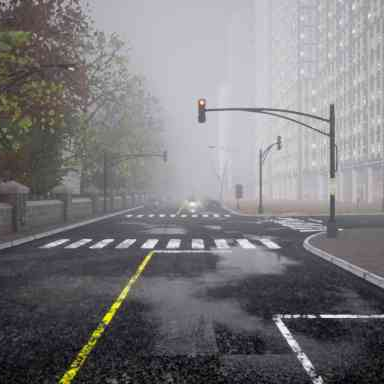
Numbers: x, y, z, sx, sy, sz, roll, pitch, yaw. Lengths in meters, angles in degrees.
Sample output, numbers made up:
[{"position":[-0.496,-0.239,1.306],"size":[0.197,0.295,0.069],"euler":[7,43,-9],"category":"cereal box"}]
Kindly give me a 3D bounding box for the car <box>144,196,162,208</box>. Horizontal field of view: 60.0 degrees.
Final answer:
[{"position":[-5.691,1.608,47.138],"size":[1.802,1.307,4.206],"euler":[0,0,0],"category":"car"}]

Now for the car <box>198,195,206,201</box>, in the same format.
[{"position":[2.688,1.642,92.197],"size":[2.008,1.369,4.403],"euler":[0,0,0],"category":"car"}]

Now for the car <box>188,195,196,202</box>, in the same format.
[{"position":[-0.004,1.570,80.044],"size":[1.837,1.490,4.892],"euler":[0,0,0],"category":"car"}]

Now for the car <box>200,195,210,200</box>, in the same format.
[{"position":[2.689,1.597,52.771],"size":[1.947,1.339,4.313],"euler":[0,0,0],"category":"car"}]

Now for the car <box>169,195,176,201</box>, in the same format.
[{"position":[-5.692,1.626,86.565],"size":[1.887,1.381,4.507],"euler":[0,0,0],"category":"car"}]

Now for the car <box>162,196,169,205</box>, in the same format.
[{"position":[-5.691,1.478,58.404],"size":[1.967,1.590,4.097],"euler":[0,0,0],"category":"car"}]

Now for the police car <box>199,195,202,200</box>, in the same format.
[{"position":[3.132,1.478,69.928],"size":[1.930,1.638,5.238],"euler":[0,0,0],"category":"police car"}]

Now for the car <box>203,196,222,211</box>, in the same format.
[{"position":[2.689,1.587,41.506],"size":[1.947,1.339,4.313],"euler":[0,0,0],"category":"car"}]

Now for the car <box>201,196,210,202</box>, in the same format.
[{"position":[3.146,1.590,76.818],"size":[1.812,1.442,4.674],"euler":[0,0,0],"category":"car"}]

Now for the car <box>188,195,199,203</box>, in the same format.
[{"position":[0.042,1.566,71.027],"size":[2.128,1.511,4.902],"euler":[0,0,0],"category":"car"}]

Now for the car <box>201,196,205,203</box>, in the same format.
[{"position":[2.689,1.592,47.139],"size":[1.947,1.339,4.313],"euler":[0,0,0],"category":"car"}]
